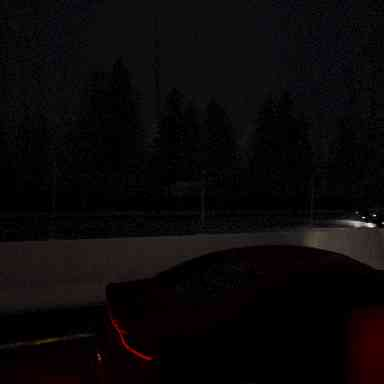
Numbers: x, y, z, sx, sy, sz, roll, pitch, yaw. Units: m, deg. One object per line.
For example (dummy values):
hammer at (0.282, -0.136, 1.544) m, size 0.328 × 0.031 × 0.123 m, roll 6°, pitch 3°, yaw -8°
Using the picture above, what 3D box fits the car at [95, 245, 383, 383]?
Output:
car at (1.406, 1.438, 4.150) m, size 5.008 × 1.535 × 1.882 m, roll 1°, pitch 1°, yaw -22°
